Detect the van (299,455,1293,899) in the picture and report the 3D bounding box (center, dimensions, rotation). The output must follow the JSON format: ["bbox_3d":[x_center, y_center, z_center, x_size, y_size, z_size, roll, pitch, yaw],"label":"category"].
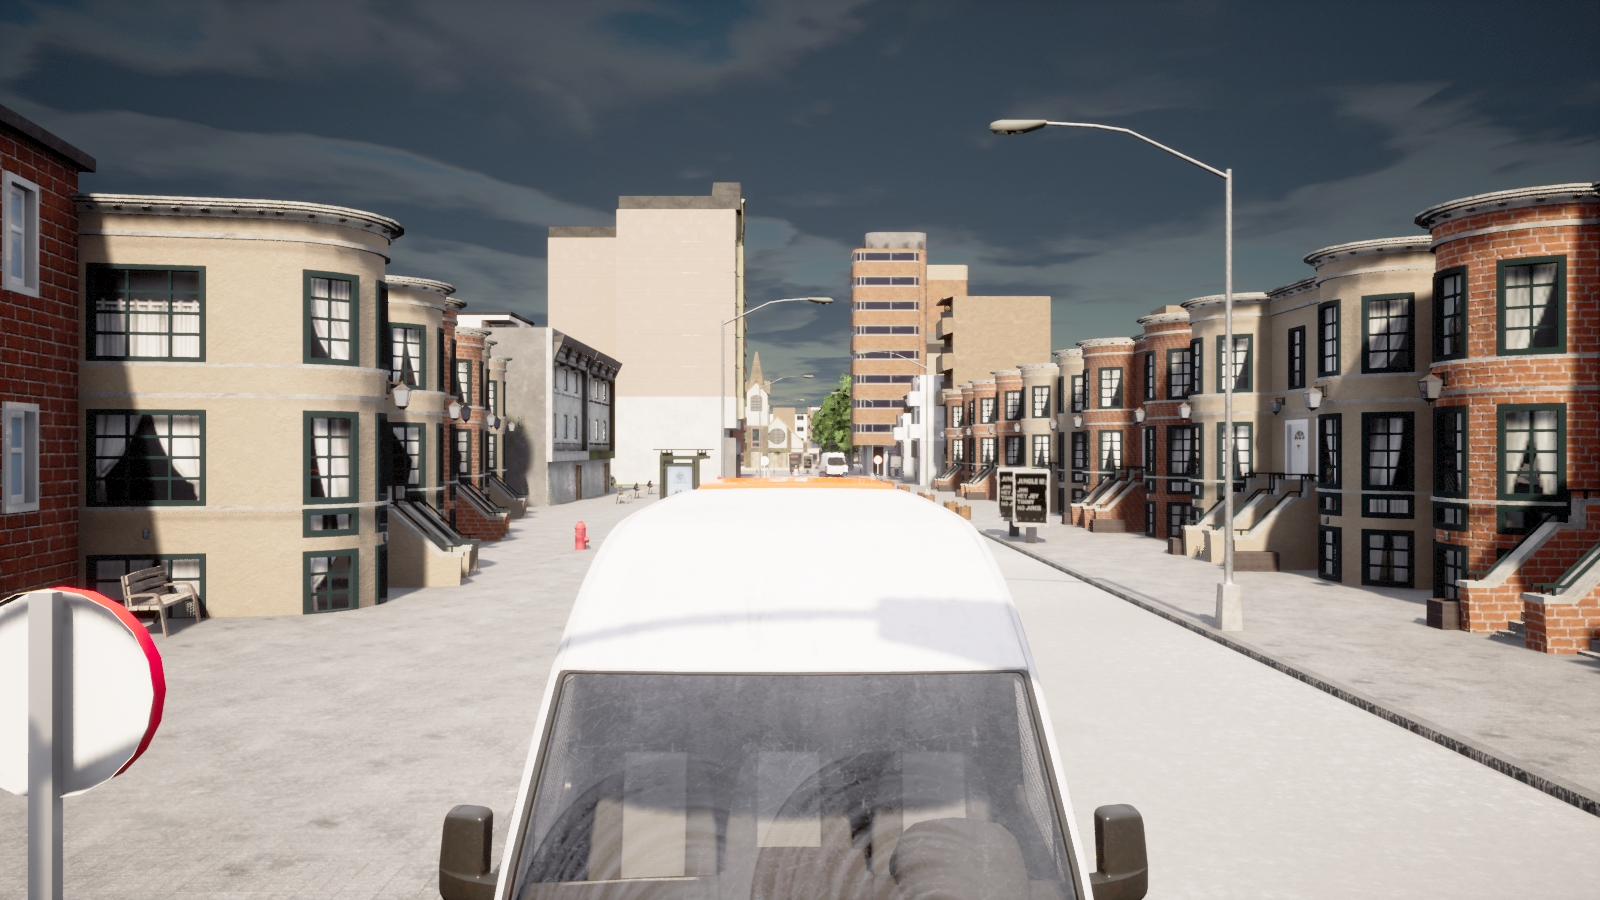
[{"bbox_3d":[-0.019,1.314,5.243,1.988,2.561,5.915,0,0,0],"label":"van"}]
